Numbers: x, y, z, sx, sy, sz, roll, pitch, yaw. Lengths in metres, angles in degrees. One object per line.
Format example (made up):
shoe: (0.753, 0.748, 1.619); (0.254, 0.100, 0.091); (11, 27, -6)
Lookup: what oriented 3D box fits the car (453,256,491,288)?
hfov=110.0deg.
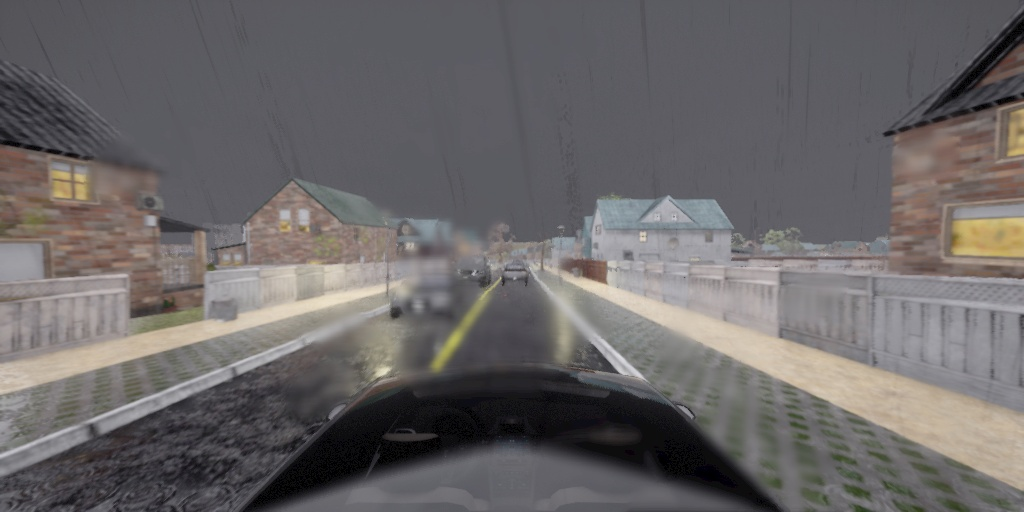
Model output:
car: (-2.595, 0.996, 24.039); (2.150, 2.045, 5.566); (0, 0, 1)

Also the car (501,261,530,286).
car: (0.250, 1.270, 25.950); (2.128, 1.511, 4.902); (0, 0, 1)

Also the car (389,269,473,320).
car: (-2.731, 1.317, 12.541); (1.994, 1.385, 4.181); (0, 0, 1)

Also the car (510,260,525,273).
car: (0.745, 1.340, 46.004); (1.837, 1.490, 4.892); (0, 0, 2)
